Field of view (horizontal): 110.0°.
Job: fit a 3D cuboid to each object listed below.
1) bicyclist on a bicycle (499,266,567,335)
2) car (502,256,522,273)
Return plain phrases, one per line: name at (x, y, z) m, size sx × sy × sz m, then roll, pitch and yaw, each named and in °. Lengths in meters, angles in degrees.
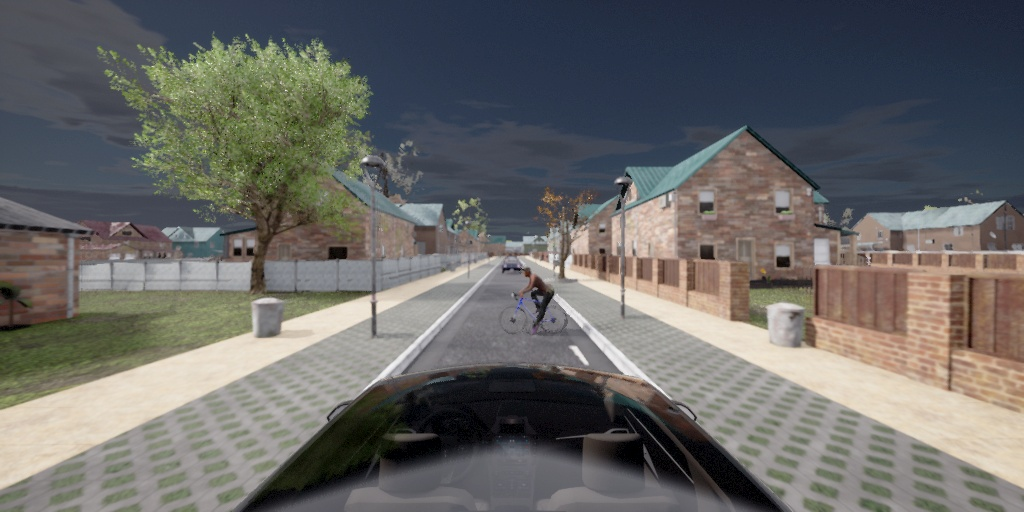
bicyclist on a bicycle at (0.512, 1.075, 8.605) m, size 1.656 × 1.620 × 0.582 m, roll 0°, pitch 1°, yaw 0°
car at (0.000, 0.913, 33.976) m, size 1.895 × 1.301 × 4.718 m, roll 0°, pitch 1°, yaw 0°
